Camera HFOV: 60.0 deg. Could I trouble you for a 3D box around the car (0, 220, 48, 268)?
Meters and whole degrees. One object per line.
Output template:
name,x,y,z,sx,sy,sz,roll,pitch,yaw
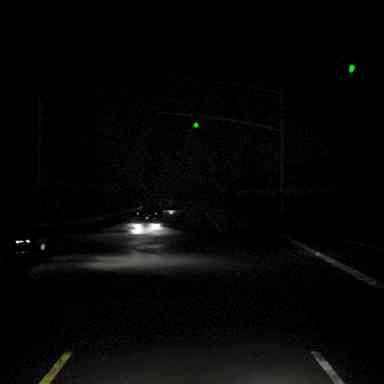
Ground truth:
car,-7.217,1.385,10.626,4.902,1.511,2.128,3,0,0

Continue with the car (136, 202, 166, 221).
car,-3.599,1.786,28.759,1.895,1.301,4.718,0,0,0

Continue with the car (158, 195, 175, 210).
car,-3.699,1.533,48.753,2.150,2.045,5.566,0,0,0
